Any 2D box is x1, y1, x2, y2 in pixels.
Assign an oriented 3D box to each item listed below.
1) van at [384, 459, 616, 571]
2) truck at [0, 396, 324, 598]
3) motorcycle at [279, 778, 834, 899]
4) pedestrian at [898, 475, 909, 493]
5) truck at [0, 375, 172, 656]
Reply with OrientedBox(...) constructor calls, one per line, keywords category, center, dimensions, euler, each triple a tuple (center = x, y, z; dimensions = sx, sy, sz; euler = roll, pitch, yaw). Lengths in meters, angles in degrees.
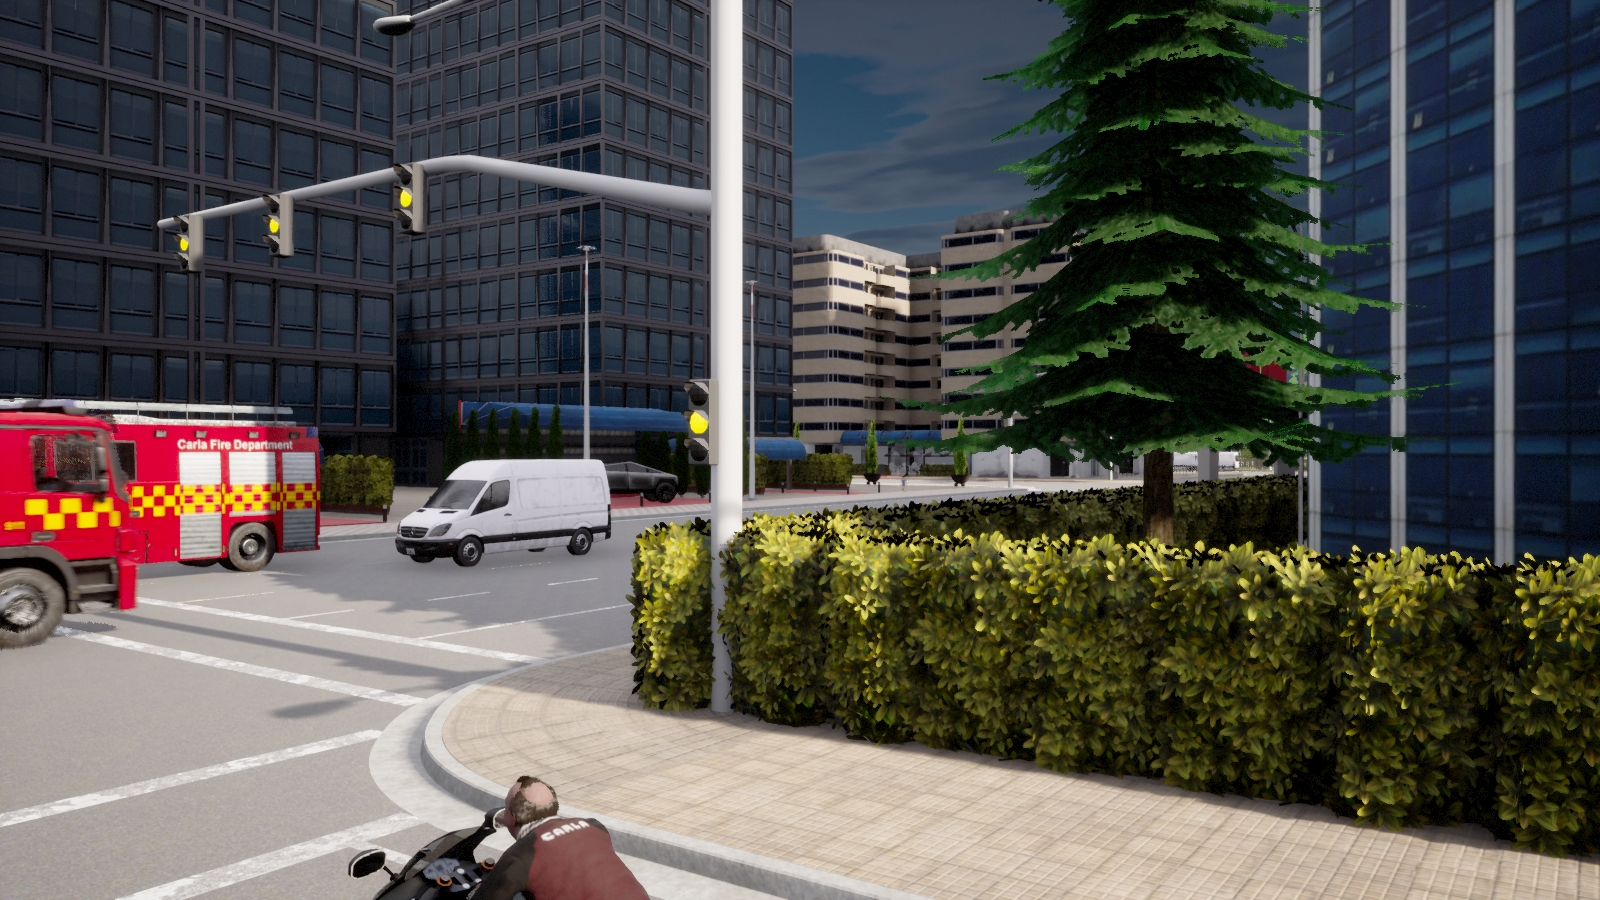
OrientedBox(category="van", center=(-7.573, 1.533, 29.577), dimensions=(1.988, 2.561, 5.915), euler=(0, 0, 35))
OrientedBox(category="truck", center=(-14.959, 0.889, 24.598), dimensions=(2.891, 3.827, 8.468), euler=(0, 0, 34))
OrientedBox(category="motorcycle", center=(-1.027, 2.205, 4.504), dimensions=(2.209, 1.251, 0.867), euler=(0, 0, 35))
OrientedBox(category="pedestrian", center=(6.357, 2.074, 69.917), dimensions=(0.500, 1.100, 0.500), euler=(0, 0, 33))
OrientedBox(category="truck", center=(-13.179, 0.889, 14.778), dimensions=(2.891, 3.827, 8.468), euler=(0, 0, 34))
